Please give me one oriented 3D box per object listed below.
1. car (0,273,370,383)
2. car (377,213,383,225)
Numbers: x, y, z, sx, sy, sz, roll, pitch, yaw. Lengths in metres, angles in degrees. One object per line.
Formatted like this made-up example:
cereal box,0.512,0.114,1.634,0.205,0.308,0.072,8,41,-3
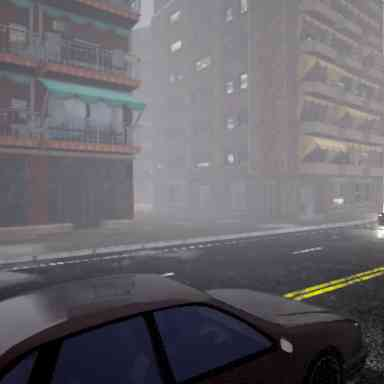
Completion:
car,-0.538,1.552,3.070,5.357,1.411,2.033,0,0,-36
car,14.524,1.610,22.600,4.718,1.301,1.895,0,0,-38
